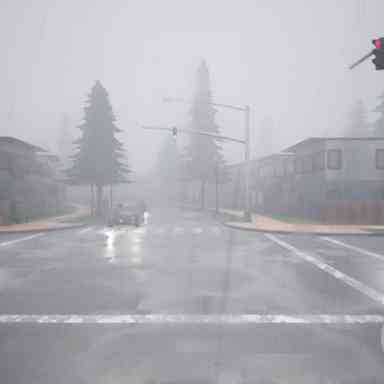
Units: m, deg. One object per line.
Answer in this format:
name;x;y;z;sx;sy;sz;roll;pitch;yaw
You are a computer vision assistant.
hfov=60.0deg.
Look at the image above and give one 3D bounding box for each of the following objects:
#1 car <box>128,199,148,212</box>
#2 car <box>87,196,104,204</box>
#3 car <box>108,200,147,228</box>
car;-6.412;1.564;39.266;1.895;1.301;4.718;0;0;-15
car;-18.183;1.510;62.562;2.033;1.411;5.357;0;0;-39
car;-4.222;1.470;21.836;1.837;1.490;4.892;0;0;-3
